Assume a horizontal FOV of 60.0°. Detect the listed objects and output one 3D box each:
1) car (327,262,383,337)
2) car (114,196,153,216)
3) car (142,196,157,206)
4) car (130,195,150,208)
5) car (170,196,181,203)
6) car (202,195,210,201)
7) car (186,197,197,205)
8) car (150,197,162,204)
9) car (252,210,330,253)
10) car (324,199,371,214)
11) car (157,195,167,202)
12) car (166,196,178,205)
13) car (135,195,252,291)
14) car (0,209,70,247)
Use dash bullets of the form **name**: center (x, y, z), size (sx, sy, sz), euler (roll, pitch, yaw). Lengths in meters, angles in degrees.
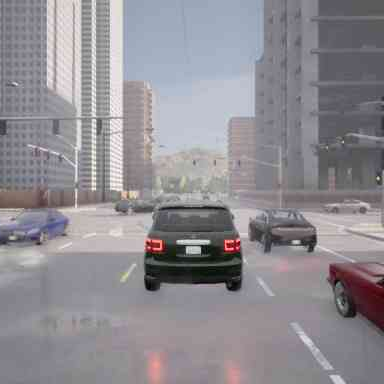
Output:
- **car**: center (3.590, 1.601, 4.472), size (1.895, 1.301, 4.718), euler (0, 0, 0)
- **car**: center (-5.200, 1.491, 32.435), size (4.902, 1.511, 2.128), euler (0, 0, -38)
- **car**: center (-7.271, 1.505, 56.856), size (1.837, 1.490, 4.892), euler (0, 0, 1)
- **car**: center (-7.381, 1.352, 47.955), size (2.097, 1.767, 4.553), euler (0, 0, 1)
- **car**: center (-3.492, 1.553, 71.365), size (1.994, 1.385, 4.181), euler (0, 0, 1)
- **car**: center (3.760, 1.500, 89.849), size (1.837, 1.490, 4.892), euler (0, 0, 1)
- **car**: center (-0.059, 1.601, 58.499), size (1.895, 1.301, 4.718), euler (0, 0, 1)
- **car**: center (-7.090, 1.601, 66.197), size (1.895, 1.301, 4.718), euler (0, 0, 1)
- **car**: center (3.540, 1.492, 13.726), size (2.128, 1.511, 4.902), euler (0, 0, 0)
- **car**: center (16.543, 1.526, 35.573), size (4.674, 1.442, 1.812), euler (0, 0, 0)
- **car**: center (-6.922, 1.497, 76.516), size (1.837, 1.490, 4.892), euler (0, 0, 1)
- **car**: center (-3.684, 1.505, 61.600), size (1.837, 1.490, 4.892), euler (0, 0, 1)
- **car**: center (0.034, 1.221, 9.149), size (2.150, 2.045, 5.566), euler (0, 0, 0)
- **car**: center (-7.033, 1.526, 15.246), size (1.812, 1.442, 4.674), euler (0, 0, -2)
